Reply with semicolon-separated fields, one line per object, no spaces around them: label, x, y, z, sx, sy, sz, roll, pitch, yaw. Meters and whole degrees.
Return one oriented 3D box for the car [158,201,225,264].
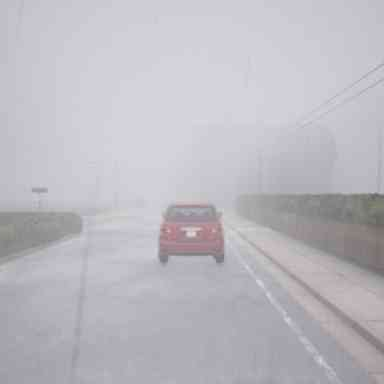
car;-0.003;1.356;12.574;2.150;2.045;5.566;0;0;0

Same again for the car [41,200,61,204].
car;-26.548;2.204;62.006;4.181;1.385;1.994;0;-1;0

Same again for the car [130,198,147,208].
car;-9.735;1.957;60.671;2.097;1.767;4.553;0;-1;-25
